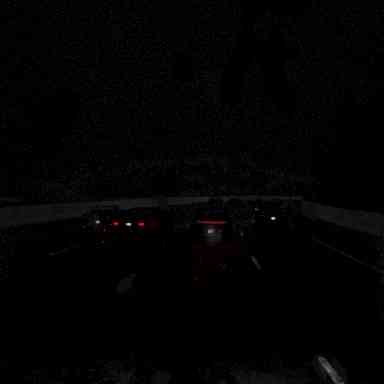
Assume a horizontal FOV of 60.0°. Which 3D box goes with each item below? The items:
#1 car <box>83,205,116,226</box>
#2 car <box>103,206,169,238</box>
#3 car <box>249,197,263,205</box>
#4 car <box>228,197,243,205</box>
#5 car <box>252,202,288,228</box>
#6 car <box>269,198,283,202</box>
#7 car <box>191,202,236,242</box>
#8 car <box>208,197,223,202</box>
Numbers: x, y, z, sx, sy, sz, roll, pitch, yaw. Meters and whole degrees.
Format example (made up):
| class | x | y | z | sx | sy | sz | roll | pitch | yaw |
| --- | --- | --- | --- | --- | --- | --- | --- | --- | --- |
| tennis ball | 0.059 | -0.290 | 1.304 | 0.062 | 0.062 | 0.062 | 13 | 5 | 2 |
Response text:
| class | x | y | z | sx | sy | sz | roll | pitch | yaw |
| --- | --- | --- | --- | --- | --- | --- | --- | --- | --- |
| car | -5.439 | 1.543 | 22.442 | 1.895 | 1.301 | 4.718 | 1 | 0 | 8 |
| car | -2.560 | 1.520 | 17.524 | 2.033 | 1.411 | 5.357 | 1 | 0 | 7 |
| car | 11.700 | 1.614 | 60.998 | 2.128 | 1.511 | 4.902 | 0 | 0 | 22 |
| car | 8.055 | 1.648 | 61.387 | 1.994 | 1.385 | 4.181 | 1 | 0 | 22 |
| car | 5.354 | 1.620 | 22.769 | 1.994 | 1.385 | 4.181 | 1 | 0 | 8 |
| car | 15.287 | 1.724 | 60.423 | 1.994 | 1.385 | 4.181 | 1 | 0 | 22 |
| car | 1.044 | 1.502 | 16.488 | 2.128 | 1.511 | 4.902 | 0 | 0 | 6 |
| car | 4.312 | 1.570 | 61.580 | 1.812 | 1.442 | 4.674 | 0 | 0 | 21 |
